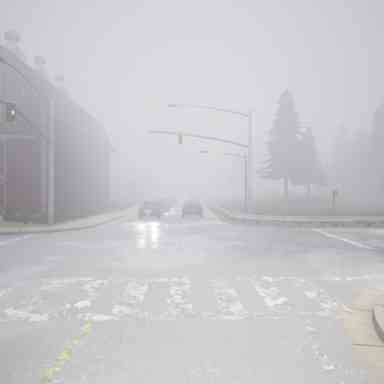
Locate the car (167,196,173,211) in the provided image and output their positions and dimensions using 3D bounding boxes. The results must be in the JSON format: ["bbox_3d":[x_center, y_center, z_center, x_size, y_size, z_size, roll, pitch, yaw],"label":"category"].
[{"bbox_3d":[-3.555,1.505,39.067,1.837,1.490,4.892,0,0,0],"label":"car"}]

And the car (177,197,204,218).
[{"bbox_3d":[0.033,1.492,30.411,2.128,1.511,4.902,0,0,0],"label":"car"}]

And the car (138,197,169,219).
[{"bbox_3d":[-3.568,1.491,29.596,2.128,1.511,4.902,0,0,0],"label":"car"}]

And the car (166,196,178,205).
[{"bbox_3d":[-3.486,1.478,59.820,1.882,1.535,5.008,0,0,0],"label":"car"}]

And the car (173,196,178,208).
[{"bbox_3d":[-3.539,1.526,49.332,1.812,1.442,4.674,0,0,0],"label":"car"}]

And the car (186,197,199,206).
[{"bbox_3d":[0.062,1.547,55.877,2.033,1.411,5.357,0,0,0],"label":"car"}]
